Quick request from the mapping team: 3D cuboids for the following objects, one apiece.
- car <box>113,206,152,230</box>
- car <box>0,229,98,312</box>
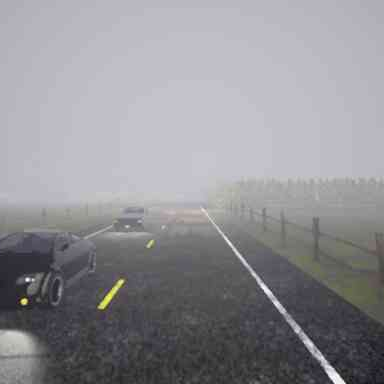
[{"bbox_3d":[-3.727,1.610,21.784,2.033,1.411,5.357,0,0,0],"label":"car"},{"bbox_3d":[-3.643,1.597,7.751,1.994,1.385,4.181,0,0,0],"label":"car"}]
